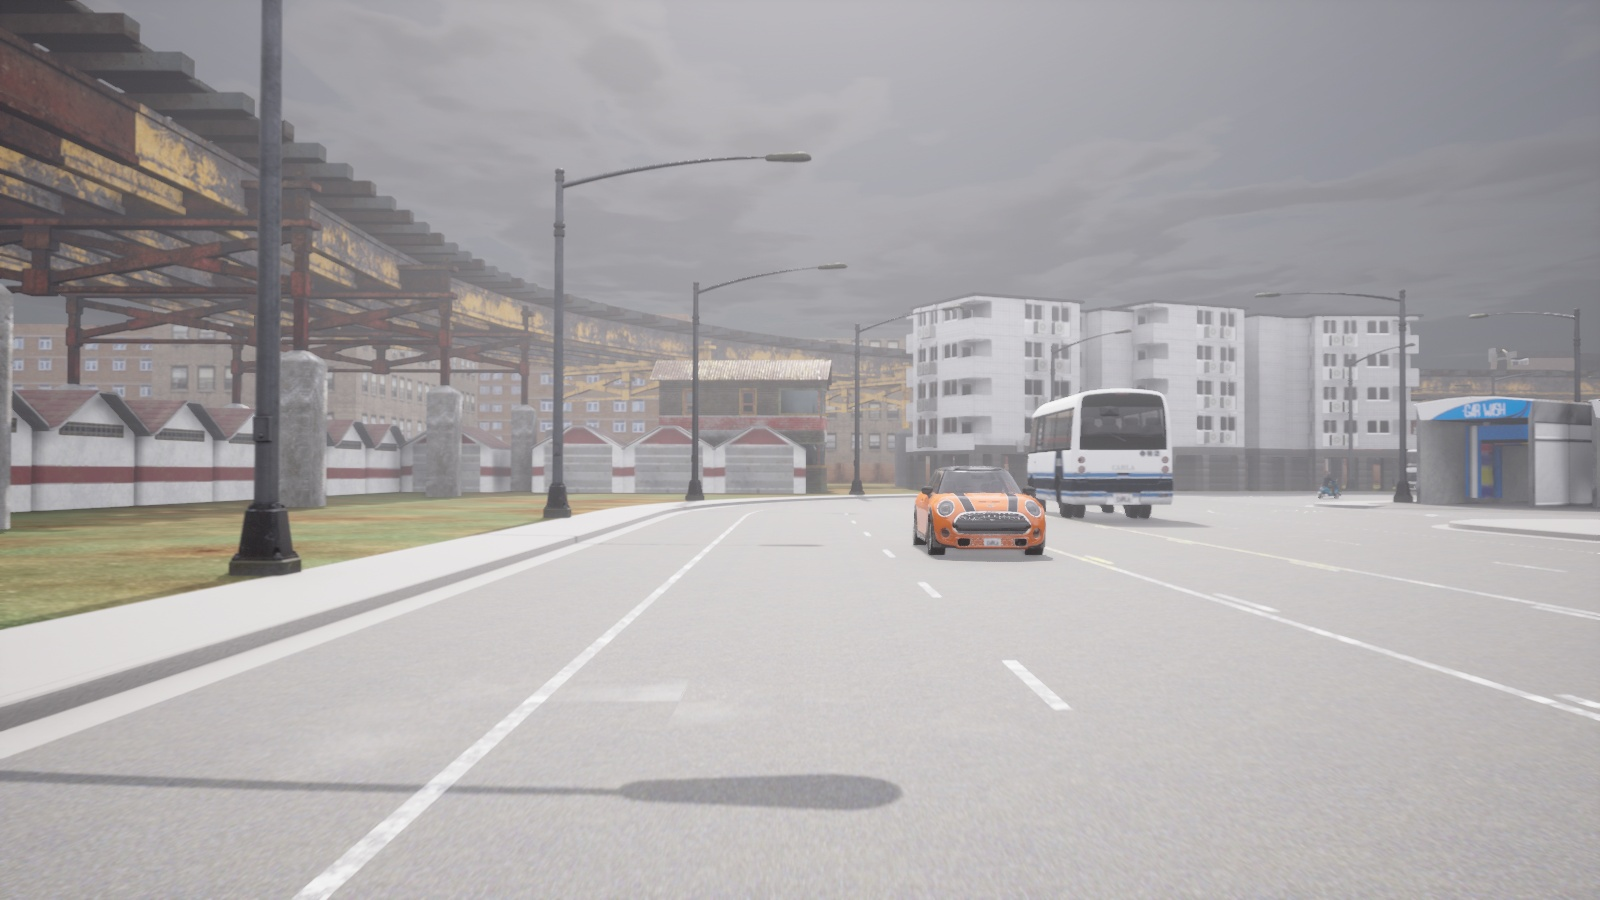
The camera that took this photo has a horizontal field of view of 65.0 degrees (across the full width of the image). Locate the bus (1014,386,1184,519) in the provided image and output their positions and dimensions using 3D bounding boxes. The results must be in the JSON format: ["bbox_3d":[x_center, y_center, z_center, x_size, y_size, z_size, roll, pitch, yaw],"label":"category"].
[{"bbox_3d":[10.508,0.160,45.663,3.944,4.253,10.273,0,-1,2],"label":"bus"}]

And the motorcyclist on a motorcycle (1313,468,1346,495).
[{"bbox_3d":[31.926,1.908,75.694,1.817,1.590,0.866,0,-1,-26],"label":"motorcyclist on a motorcycle"}]

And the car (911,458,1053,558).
[{"bbox_3d":[3.440,1.071,24.616,2.097,1.767,4.553,0,-1,0],"label":"car"}]
